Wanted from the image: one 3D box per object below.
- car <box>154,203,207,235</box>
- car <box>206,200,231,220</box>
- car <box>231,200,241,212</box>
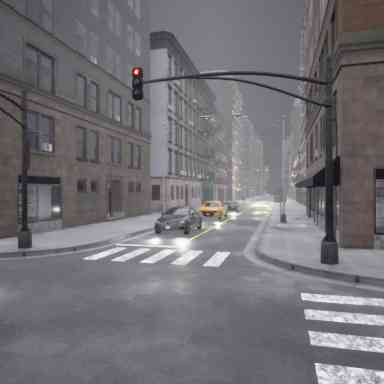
[{"bbox_3d":[-0.654,1.560,19.434,1.812,1.442,4.674,0,0,15],"label":"car"},{"bbox_3d":[1.914,1.522,29.118,1.882,1.535,5.008,0,0,15],"label":"car"},{"bbox_3d":[4.478,1.619,38.735,1.994,1.385,4.181,0,0,16],"label":"car"}]
